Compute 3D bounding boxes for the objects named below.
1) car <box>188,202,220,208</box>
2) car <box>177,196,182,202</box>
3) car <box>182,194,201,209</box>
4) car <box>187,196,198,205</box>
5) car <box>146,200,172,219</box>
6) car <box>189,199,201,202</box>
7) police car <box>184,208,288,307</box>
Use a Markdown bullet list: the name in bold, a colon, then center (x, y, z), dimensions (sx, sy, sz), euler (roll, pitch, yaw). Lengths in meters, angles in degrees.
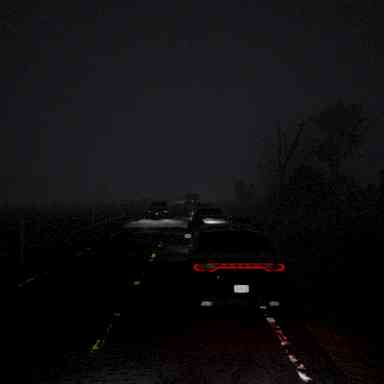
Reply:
- **car**: center (0.850, 1.508, 18.076), dimensions (1.837, 1.490, 4.892), euler (0, 0, 0)
- **car**: center (-2.642, 1.667, 80.519), dimensions (1.994, 1.385, 4.181), euler (0, 0, 0)
- **car**: center (0.099, 1.250, 45.969), dimensions (2.150, 2.045, 5.566), euler (0, 0, 1)
- **car**: center (0.081, 1.534, 60.583), dimensions (1.882, 1.535, 5.008), euler (0, 0, 0)
- **car**: center (-2.811, 1.513, 29.015), dimensions (1.837, 1.490, 4.892), euler (0, 0, 0)
- **car**: center (0.858, 1.511, 24.076), dimensions (1.837, 1.490, 4.892), euler (0, 0, 0)
- **police car**: center (0.837, 1.426, 8.186), dimensions (1.930, 1.638, 5.238), euler (0, 0, 0)
